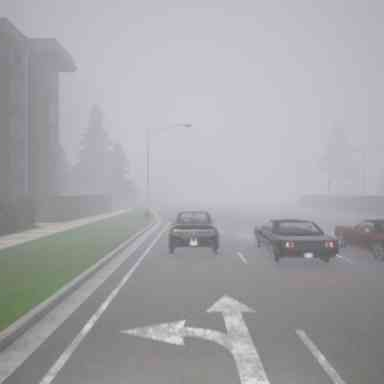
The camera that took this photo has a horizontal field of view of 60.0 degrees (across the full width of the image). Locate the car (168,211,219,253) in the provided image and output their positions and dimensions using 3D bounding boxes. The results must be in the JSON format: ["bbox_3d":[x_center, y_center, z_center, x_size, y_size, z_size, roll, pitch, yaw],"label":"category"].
[{"bbox_3d":[0.077,1.545,13.798,2.128,1.511,4.902,0,0,0],"label":"car"}]

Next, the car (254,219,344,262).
[{"bbox_3d":[3.567,1.648,12.342,1.895,1.301,4.718,0,0,0],"label":"car"}]

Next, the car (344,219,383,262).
[{"bbox_3d":[7.067,1.648,12.341,1.895,1.301,4.718,0,0,0],"label":"car"}]
